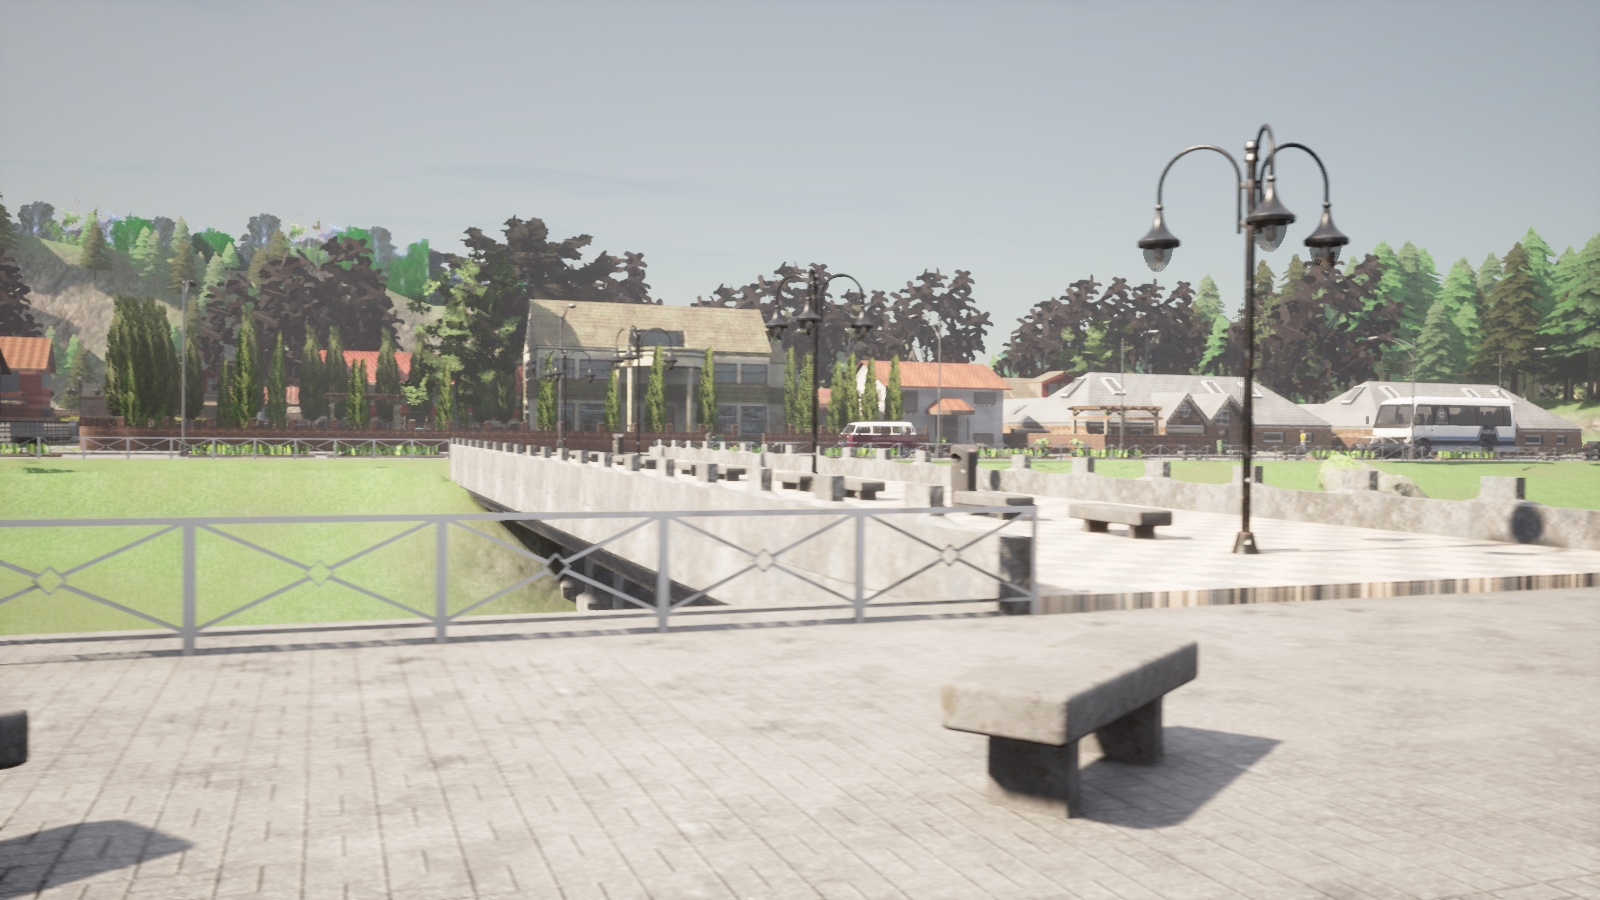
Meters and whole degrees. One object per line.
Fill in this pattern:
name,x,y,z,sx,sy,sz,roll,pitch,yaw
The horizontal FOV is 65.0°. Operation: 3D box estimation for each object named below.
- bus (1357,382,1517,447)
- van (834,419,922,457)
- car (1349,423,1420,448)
bus,43.822,-2.458,86.353,10.273,4.253,3.944,-1,1,-21
van,4.428,-0.689,71.421,4.480,2.038,2.069,-1,1,-21
car,36.974,-0.930,79.493,3.806,1.475,1.970,-1,1,-21
